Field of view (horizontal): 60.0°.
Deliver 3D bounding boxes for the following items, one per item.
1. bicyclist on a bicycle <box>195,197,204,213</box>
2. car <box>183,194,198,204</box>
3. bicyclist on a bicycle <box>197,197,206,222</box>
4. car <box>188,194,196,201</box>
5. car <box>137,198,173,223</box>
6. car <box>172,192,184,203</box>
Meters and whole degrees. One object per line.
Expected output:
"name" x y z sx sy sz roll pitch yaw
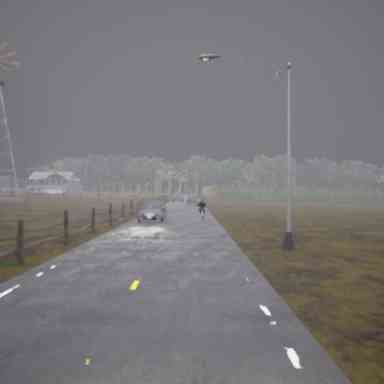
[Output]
"bicyclist on a bicycle" 0.765 1.324 34.281 0.866 1.612 1.509 0 0 0
"car" 0.078 1.296 56.453 2.128 1.511 4.902 0 0 1
"bicyclist on a bicycle" 0.768 1.293 24.724 0.659 1.776 1.843 0 0 0
"car" 0.036 1.224 74.683 1.837 1.490 4.892 0 0 0
"car" -2.836 1.414 24.648 2.128 1.511 4.902 0 0 0
"car" -2.731 0.990 65.276 2.150 2.045 5.566 0 0 0
